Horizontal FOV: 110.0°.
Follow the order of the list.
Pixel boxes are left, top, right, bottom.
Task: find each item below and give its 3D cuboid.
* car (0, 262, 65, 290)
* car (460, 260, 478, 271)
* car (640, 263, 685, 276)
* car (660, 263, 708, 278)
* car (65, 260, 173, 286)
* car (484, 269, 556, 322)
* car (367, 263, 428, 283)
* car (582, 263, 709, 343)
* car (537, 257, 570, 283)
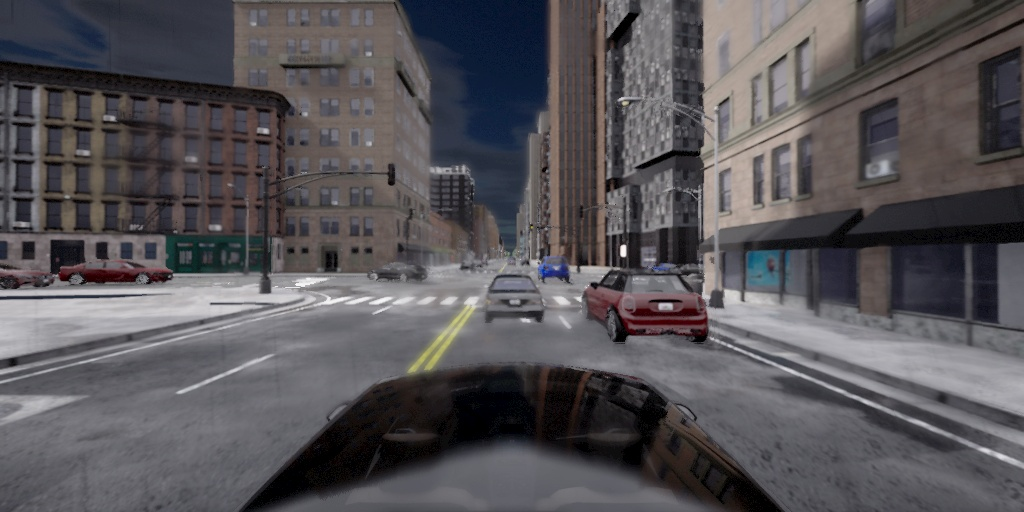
[{"bbox_3d":[-26.474,0.989,18.012,4.674,1.442,1.812,1,-1,-16],"label":"car"},{"bbox_3d":[-6.599,1.416,53.793,1.837,1.490,4.892,0,1,-1],"label":"car"},{"bbox_3d":[18.161,1.625,43.265,5.008,1.535,1.882,1,-1,-16],"label":"car"},{"bbox_3d":[19.297,1.625,40.203,4.892,1.490,1.837,-1,0,-17],"label":"car"},{"bbox_3d":[-24.156,1.004,22.096,5.008,1.535,1.882,1,-1,-17],"label":"car"},{"bbox_3d":[0.012,1.331,12.403,2.033,1.411,5.357,0,0,-2],"label":"car"},{"bbox_3d":[-8.778,1.237,27.389,4.892,1.490,1.837,1,-3,24],"label":"car"},{"bbox_3d":[3.345,1.127,9.927,2.097,1.767,4.553,0,0,0],"label":"car"},{"bbox_3d":[3.338,1.065,29.347,2.150,2.045,5.566,0,0,0],"label":"car"}]
